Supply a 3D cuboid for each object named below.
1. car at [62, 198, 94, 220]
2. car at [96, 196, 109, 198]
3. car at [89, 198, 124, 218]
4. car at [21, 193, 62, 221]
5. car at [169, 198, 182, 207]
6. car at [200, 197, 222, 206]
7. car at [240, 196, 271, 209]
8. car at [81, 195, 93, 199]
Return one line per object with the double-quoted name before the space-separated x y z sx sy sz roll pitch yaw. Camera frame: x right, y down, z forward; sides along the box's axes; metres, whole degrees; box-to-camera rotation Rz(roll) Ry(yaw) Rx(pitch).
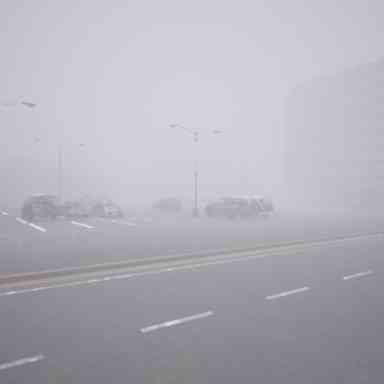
"car" -9.934 1.496 27.881 1.784 1.438 3.905 1 0 -35
"car" -11.538 1.611 45.216 1.970 1.475 3.806 1 0 -35
"car" -7.566 1.555 29.546 1.970 1.475 3.806 1 0 -35
"car" -12.098 1.260 26.297 1.932 1.855 4.605 1 0 -35
"car" -1.825 1.595 65.599 2.033 1.411 5.357 1 0 -35
"car" 3.846 1.835 75.752 1.882 1.535 5.008 1 0 -35
"car" 12.177 1.977 64.006 1.882 1.535 5.008 1 0 -35
"car" -19.374 1.399 61.060 1.905 1.878 3.866 1 0 -35
